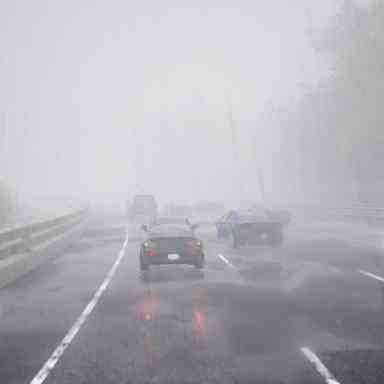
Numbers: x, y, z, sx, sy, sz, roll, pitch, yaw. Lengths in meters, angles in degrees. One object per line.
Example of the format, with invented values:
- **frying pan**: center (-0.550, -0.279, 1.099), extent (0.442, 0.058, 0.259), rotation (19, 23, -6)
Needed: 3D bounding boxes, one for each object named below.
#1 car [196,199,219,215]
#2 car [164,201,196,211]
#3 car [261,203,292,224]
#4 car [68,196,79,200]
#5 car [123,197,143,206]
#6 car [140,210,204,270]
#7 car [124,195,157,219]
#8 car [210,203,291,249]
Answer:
- **car**: center (1.478, 1.505, 34.609), extent (1.882, 1.535, 5.008), rotation (0, 0, -22)
- **car**: center (-1.369, 1.559, 31.181), extent (1.812, 1.442, 4.674), rotation (0, 0, -16)
- **car**: center (4.646, 1.481, 21.688), extent (1.882, 1.535, 5.008), rotation (0, 0, -11)
- **car**: center (-31.165, 1.671, 87.170), extent (1.882, 1.535, 5.008), rotation (0, 0, -33)
- **car**: center (-10.571, 1.656, 59.382), extent (1.994, 1.385, 4.181), rotation (0, 0, -33)
- **car**: center (-0.715, 1.537, 11.055), extent (1.812, 1.442, 4.674), rotation (0, 0, -6)
- **car**: center (-4.502, 1.265, 29.566), extent (2.150, 2.045, 5.566), rotation (0, 0, -16)
- **car**: center (2.308, 1.484, 14.694), extent (1.882, 1.535, 5.008), rotation (0, 0, -8)
